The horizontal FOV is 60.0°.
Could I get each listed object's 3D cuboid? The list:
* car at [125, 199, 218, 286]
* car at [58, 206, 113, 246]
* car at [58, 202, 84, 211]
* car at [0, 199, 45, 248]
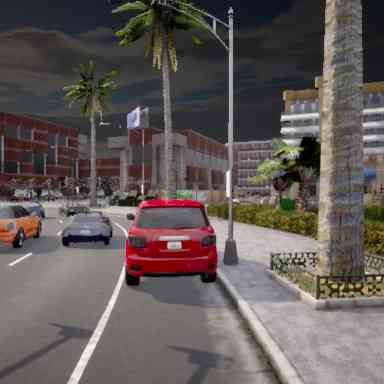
[{"bbox_3d":[-0.718,1.219,9.685,2.150,2.045,5.566,0,0,-7],"label":"car"},{"bbox_3d":[-4.717,1.570,15.367,1.994,1.385,4.181,0,0,-12],"label":"car"},{"bbox_3d":[-11.107,1.609,30.919,1.895,1.301,4.718,0,0,-33],"label":"car"},{"bbox_3d":[-8.133,1.360,14.604,2.097,1.767,4.553,0,0,-12],"label":"car"}]
